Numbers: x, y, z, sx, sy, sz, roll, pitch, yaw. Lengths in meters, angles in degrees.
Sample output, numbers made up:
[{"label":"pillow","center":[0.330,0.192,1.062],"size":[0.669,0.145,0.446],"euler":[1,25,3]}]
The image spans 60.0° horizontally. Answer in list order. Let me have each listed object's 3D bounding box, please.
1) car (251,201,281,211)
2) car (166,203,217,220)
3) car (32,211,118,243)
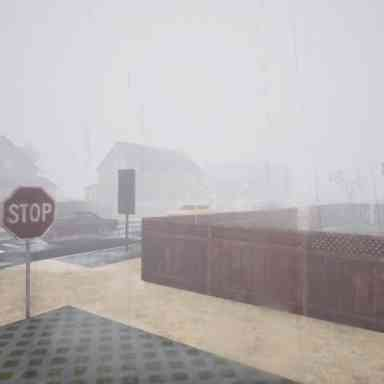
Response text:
[{"label":"car","center":[8.189,1.709,36.703],"size":[2.128,1.511,4.902],"euler":[0,0,36]},{"label":"car","center":[0.050,1.607,25.310],"size":[1.882,1.535,5.008],"euler":[0,0,36]},{"label":"car","center":[-6.118,1.667,16.732],"size":[1.895,1.301,4.718],"euler":[0,0,37]}]
